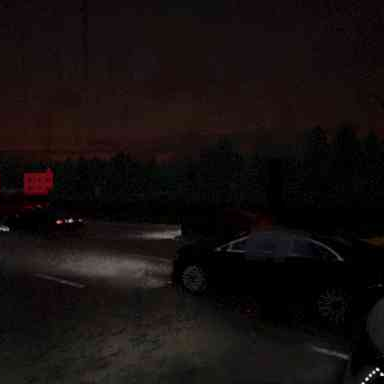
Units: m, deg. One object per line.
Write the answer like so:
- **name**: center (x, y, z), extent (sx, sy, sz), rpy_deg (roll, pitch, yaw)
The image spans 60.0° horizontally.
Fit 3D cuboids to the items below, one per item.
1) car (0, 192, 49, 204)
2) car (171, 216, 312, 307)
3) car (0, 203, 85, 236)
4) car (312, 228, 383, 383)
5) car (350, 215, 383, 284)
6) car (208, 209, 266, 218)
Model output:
- **car**: center (-13.616, 1.202, 26.610), extent (5.566, 2.045, 2.150), rpy_deg (0, 0, 36)
- **car**: center (1.776, 1.490, 7.025), extent (4.902, 1.511, 2.128), rpy_deg (0, 0, 36)
- **car**: center (-8.262, 1.535, 18.489), extent (5.357, 1.411, 2.033), rpy_deg (0, 0, 36)
- **car**: center (3.669, 1.224, 1.373), extent (5.566, 2.045, 2.150), rpy_deg (0, 0, 36)
- **car**: center (6.641, 1.478, 7.854), extent (5.008, 1.535, 1.882), rpy_deg (0, 0, 36)
- **car**: center (1.636, 1.520, 15.708), extent (4.674, 1.442, 1.812), rpy_deg (0, 0, 35)
